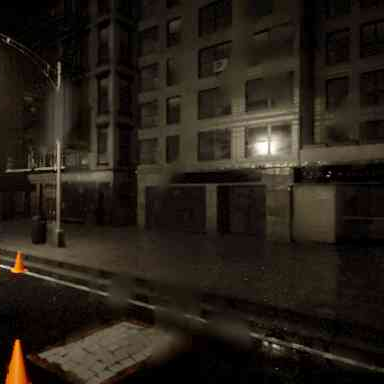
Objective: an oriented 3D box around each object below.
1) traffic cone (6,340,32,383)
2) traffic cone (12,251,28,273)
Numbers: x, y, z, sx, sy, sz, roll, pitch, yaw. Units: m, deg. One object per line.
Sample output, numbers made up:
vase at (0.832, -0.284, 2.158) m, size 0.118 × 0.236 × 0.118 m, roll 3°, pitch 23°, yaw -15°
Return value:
traffic cone at (-1.982, 1.981, 3.780) m, size 0.340 × 0.580 × 0.340 m, roll 0°, pitch 0°, yaw 36°
traffic cone at (-5.045, 2.019, 9.748) m, size 0.340 × 0.580 × 0.340 m, roll 0°, pitch -1°, yaw 36°
